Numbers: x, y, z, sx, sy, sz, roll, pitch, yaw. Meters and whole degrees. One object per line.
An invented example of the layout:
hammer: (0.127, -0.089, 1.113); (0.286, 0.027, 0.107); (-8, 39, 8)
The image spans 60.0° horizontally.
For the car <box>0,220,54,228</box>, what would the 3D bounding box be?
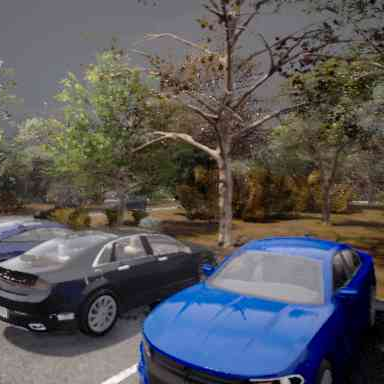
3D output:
car: (-3.959, 1.459, 8.635); (2.002, 1.452, 4.674); (1, 0, 36)

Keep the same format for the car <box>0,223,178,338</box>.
car: (-1.293, 1.445, 6.730); (2.231, 1.521, 4.892); (1, 0, 35)

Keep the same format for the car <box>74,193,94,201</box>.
car: (-25.018, 1.119, 77.318); (4.553, 1.767, 2.097); (-2, -1, 35)

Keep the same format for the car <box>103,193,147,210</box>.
car: (-6.437, 1.119, 32.448); (1.837, 1.490, 4.892); (-3, -1, 35)

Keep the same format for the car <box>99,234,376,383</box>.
car: (1.379, 1.468, 4.839); (2.097, 1.535, 5.008); (1, 0, 35)

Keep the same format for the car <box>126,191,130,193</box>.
car: (-12.579, 0.753, 62.171); (2.150, 2.045, 5.566); (-2, 0, 1)

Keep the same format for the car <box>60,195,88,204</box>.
car: (-19.330, 1.302, 54.086); (1.837, 1.490, 4.892); (-3, 0, 35)
